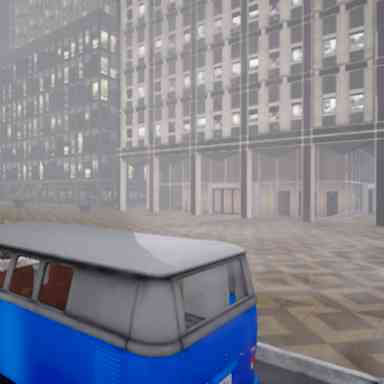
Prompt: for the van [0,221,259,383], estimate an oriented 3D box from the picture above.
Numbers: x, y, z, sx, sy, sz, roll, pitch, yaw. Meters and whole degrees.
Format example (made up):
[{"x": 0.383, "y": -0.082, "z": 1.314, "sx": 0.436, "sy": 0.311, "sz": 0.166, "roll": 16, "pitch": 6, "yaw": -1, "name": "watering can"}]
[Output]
[{"x": -1.249, "y": 1.309, "z": 3.772, "sx": 3.998, "sy": 1.788, "sz": 1.690, "roll": 1, "pitch": 0, "yaw": 35, "name": "van"}]
